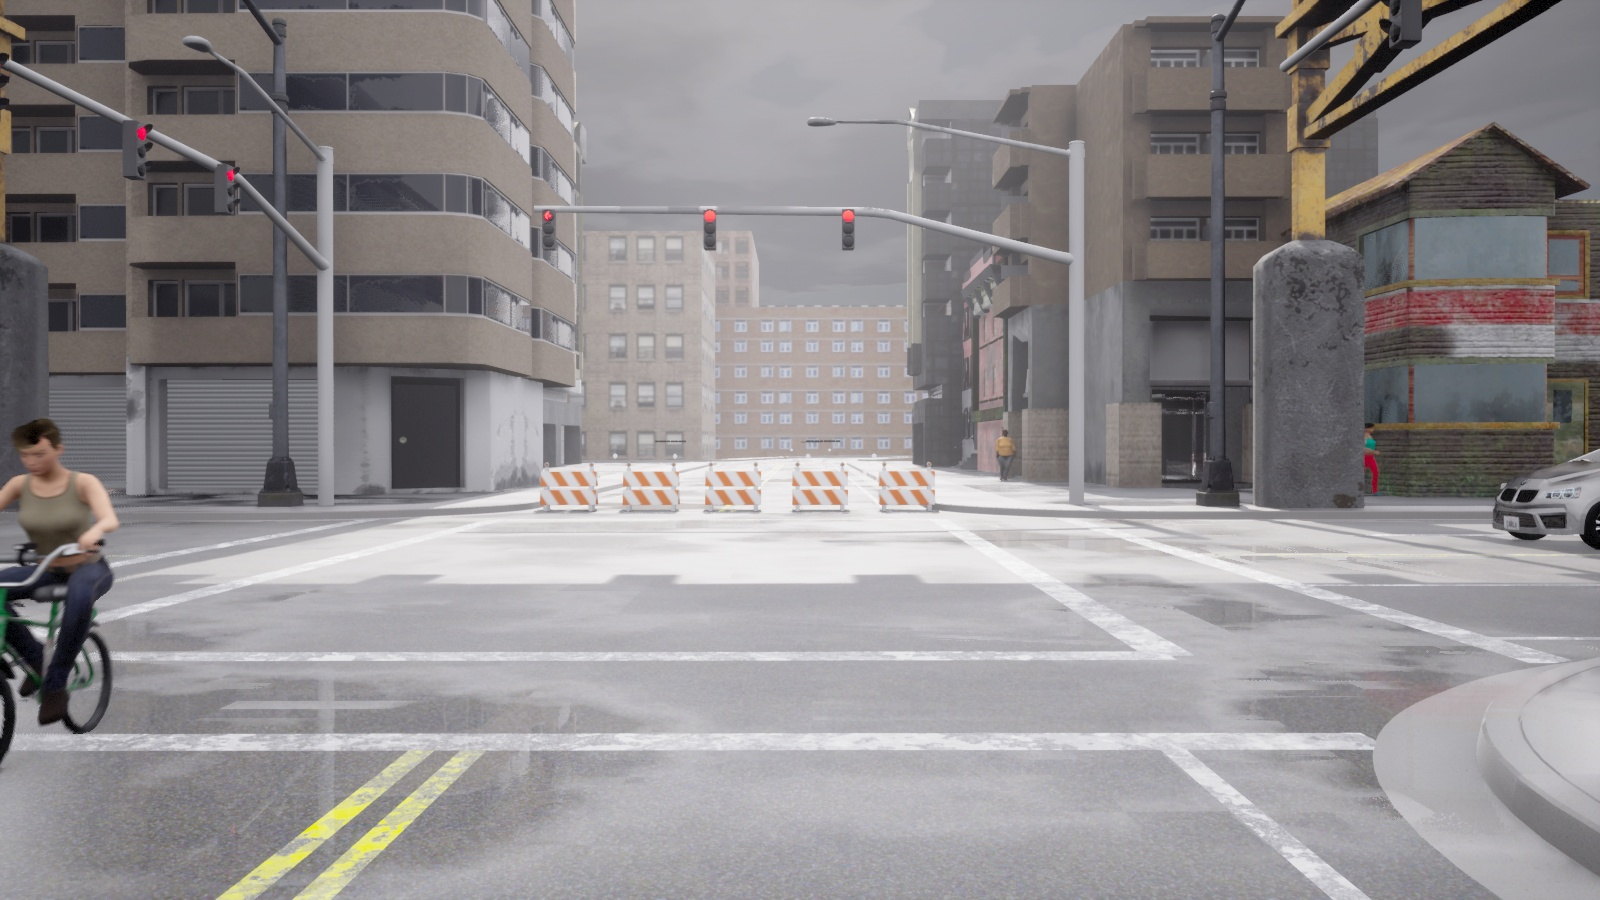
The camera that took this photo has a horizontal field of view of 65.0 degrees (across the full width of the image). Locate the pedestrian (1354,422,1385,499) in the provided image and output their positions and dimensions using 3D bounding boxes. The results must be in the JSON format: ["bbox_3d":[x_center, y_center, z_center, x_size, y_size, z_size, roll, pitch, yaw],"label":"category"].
[{"bbox_3d":[13.812,0.251,30.463,0.345,1.836,0.594,0,0,-31],"label":"pedestrian"}]

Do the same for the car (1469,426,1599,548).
[{"bbox_3d":[12.614,0.498,18.226,4.611,1.667,2.242,0,0,0],"label":"car"}]

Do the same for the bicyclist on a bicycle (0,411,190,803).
[{"bbox_3d":[-3.634,0.647,5.905,0.866,1.612,1.509,-1,0,-4],"label":"bicyclist on a bicycle"}]

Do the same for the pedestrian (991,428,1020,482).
[{"bbox_3d":[7.204,0.169,44.078,0.874,1.855,0.900,0,0,-1],"label":"pedestrian"}]
